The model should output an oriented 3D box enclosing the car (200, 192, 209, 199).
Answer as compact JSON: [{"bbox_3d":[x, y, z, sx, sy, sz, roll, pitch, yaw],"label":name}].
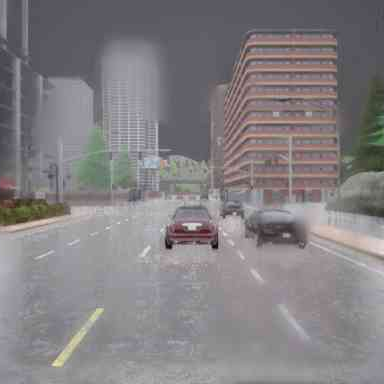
[{"bbox_3d":[3.500,1.091,92.017,2.150,2.045,5.566,0,0,0],"label":"car"}]

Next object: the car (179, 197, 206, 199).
[{"bbox_3d":[0.000,1.483,29.650,1.882,1.535,5.008,0,0,0],"label":"car"}]

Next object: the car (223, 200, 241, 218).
[{"bbox_3d":[3.500,1.515,29.650,1.837,1.490,4.892,0,0,0],"label":"car"}]

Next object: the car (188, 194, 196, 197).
[{"bbox_3d":[0.000,1.234,92.270,2.097,1.767,4.553,0,0,0],"label":"car"}]

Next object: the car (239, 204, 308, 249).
[{"bbox_3d":[3.500,1.483,14.650,1.882,1.535,5.008,0,0,0],"label":"car"}]

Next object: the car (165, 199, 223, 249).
[{"bbox_3d":[0.000,1.364,14.620,2.097,1.767,4.553,0,0,0],"label":"car"}]
